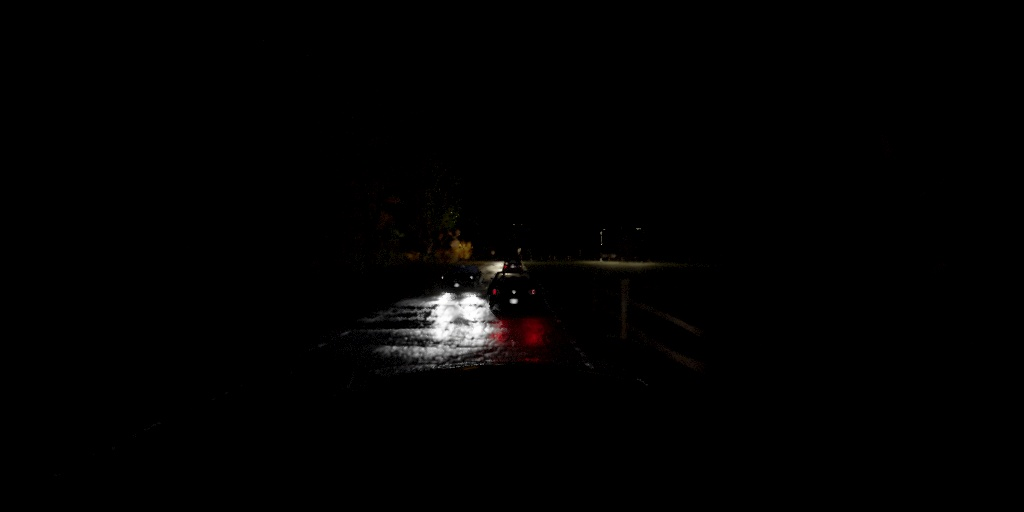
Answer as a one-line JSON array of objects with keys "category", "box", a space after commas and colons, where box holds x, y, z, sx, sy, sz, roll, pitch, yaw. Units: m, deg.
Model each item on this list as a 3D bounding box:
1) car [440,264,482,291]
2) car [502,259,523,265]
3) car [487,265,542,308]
[{"category": "car", "box": [-2.770, 1.148, 20.230, 1.895, 1.301, 4.718, 0, 1, 0]}, {"category": "car", "box": [0.062, 0.946, 33.506, 2.033, 1.411, 5.357, 0, 1, 0]}, {"category": "car", "box": [0.075, 1.212, 14.262, 1.895, 1.301, 4.718, 0, 1, 0]}]
